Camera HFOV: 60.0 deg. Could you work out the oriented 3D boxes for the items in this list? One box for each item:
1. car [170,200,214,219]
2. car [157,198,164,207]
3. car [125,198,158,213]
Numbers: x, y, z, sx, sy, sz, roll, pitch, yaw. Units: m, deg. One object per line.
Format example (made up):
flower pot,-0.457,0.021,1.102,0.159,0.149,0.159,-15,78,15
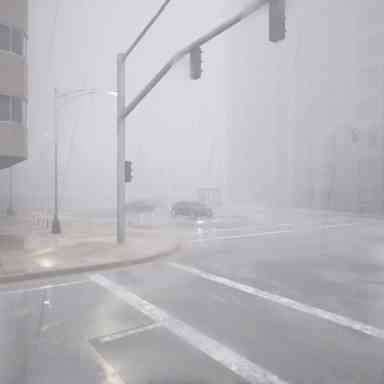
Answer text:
car,-0.095,1.505,29.185,1.837,1.490,4.892,0,0,-36
car,-6.272,1.547,43.914,2.033,1.411,5.357,0,0,-36
car,-6.081,1.601,37.409,1.895,1.301,4.718,0,0,-36
